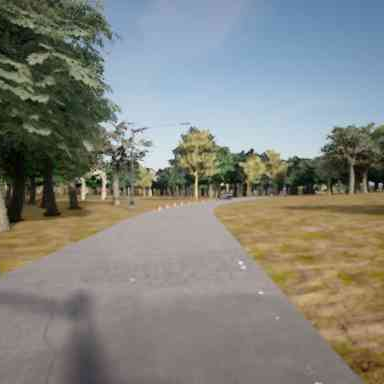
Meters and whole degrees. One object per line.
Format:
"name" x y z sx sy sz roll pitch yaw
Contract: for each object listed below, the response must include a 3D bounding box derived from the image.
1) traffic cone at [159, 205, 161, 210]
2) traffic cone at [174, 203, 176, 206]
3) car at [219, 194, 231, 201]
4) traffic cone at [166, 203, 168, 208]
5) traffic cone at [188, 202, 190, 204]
"traffic cone" -3.742 1.801 38.452 0.340 0.580 0.340 0 0 5
"traffic cone" -2.516 1.782 48.583 0.340 0.580 0.340 0 0 9
"car" 7.631 1.168 76.621 1.882 1.535 5.008 0 1 22
"traffic cone" -3.225 1.790 43.529 0.340 0.580 0.340 0 0 7
"traffic cone" -0.529 1.759 58.590 0.340 0.580 0.340 0 0 13
